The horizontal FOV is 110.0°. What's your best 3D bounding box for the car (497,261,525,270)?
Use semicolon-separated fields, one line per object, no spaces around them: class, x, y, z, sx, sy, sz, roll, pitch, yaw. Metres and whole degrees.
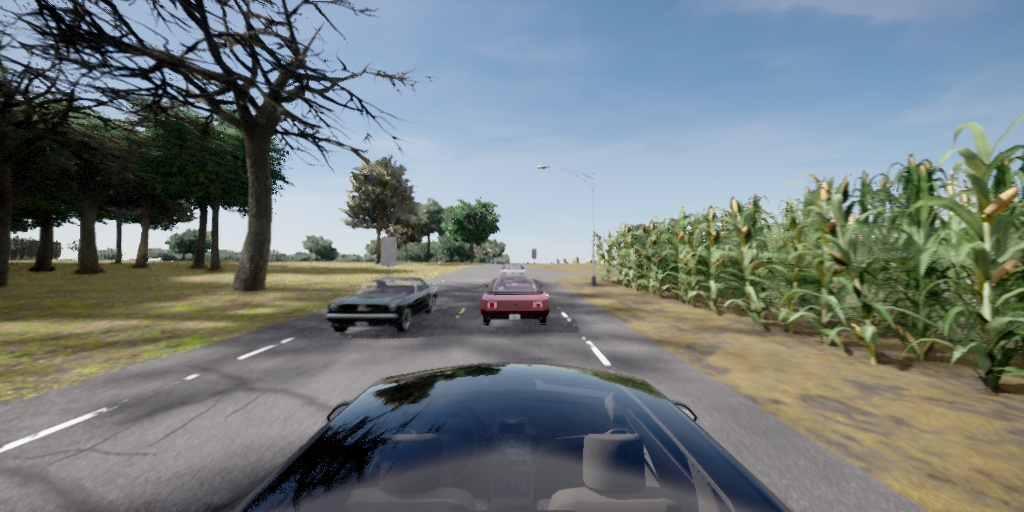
car;0.074;1.243;27.346;1.895;1.301;4.718;0;0;0

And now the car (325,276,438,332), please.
car;-3.600;1.315;10.806;1.895;1.301;4.718;0;0;0

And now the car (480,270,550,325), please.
car;0.075;1.312;11.675;1.895;1.301;4.718;0;0;0
